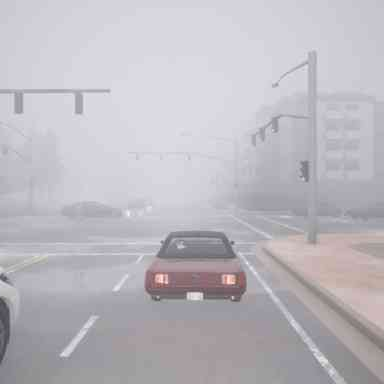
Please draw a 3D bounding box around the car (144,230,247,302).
[{"bbox_3d":[0.132,1.601,8.246,1.895,1.301,4.718,0,0,2],"label":"car"}]

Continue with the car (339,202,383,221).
[{"bbox_3d":[15.283,1.547,27.011,5.357,1.411,2.033,0,0,-3],"label":"car"}]

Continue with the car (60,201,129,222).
[{"bbox_3d":[-7.964,1.490,26.571,4.902,1.511,2.128,0,0,-40],"label":"car"}]

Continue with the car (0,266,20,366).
[{"bbox_3d":[-3.455,1.221,2.189,2.150,2.045,5.566,0,0,1],"label":"car"}]

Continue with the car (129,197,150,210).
[{"bbox_3d":[-7.084,1.477,43.450,1.882,1.535,5.008,0,0,0],"label":"car"}]

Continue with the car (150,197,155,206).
[{"bbox_3d":[-7.083,1.491,53.355,2.128,1.511,4.902,0,0,0],"label":"car"}]

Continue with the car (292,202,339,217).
[{"bbox_3d":[11.356,1.564,30.300,4.181,1.385,1.994,0,0,-2],"label":"car"}]
